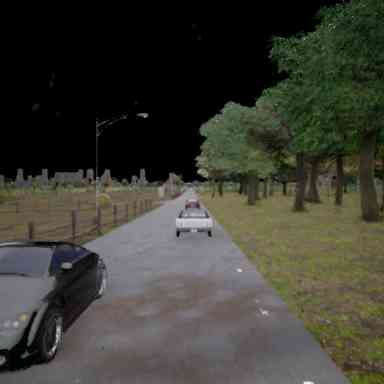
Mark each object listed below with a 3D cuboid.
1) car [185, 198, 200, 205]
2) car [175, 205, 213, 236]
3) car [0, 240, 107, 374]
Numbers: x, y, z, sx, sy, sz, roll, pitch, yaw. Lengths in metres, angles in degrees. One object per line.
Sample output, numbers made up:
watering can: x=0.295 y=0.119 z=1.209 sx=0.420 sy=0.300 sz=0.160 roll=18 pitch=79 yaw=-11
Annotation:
car: x=0.098 y=1.475 z=41.652 sx=1.812 sy=1.442 sz=4.674 roll=0 pitch=0 yaw=0
car: x=0.094 y=1.608 z=18.486 sx=1.895 sy=1.301 sz=4.718 roll=0 pitch=0 yaw=0
car: x=-2.852 y=1.572 z=5.698 sx=1.994 sy=1.385 sz=4.181 roll=0 pitch=0 yaw=0
